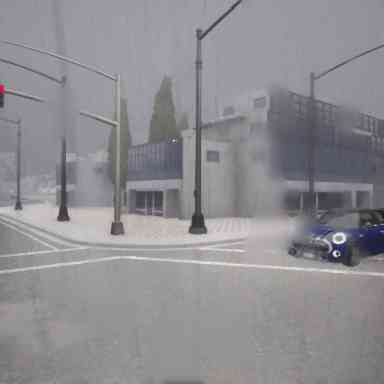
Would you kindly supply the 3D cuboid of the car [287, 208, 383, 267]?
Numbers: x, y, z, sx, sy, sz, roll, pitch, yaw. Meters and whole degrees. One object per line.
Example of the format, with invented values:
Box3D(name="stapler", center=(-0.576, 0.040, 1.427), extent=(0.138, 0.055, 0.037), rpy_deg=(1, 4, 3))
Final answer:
Box3D(name="car", center=(5.393, 1.383, 11.679), extent=(4.553, 1.767, 2.097), rpy_deg=(0, 0, -38))
